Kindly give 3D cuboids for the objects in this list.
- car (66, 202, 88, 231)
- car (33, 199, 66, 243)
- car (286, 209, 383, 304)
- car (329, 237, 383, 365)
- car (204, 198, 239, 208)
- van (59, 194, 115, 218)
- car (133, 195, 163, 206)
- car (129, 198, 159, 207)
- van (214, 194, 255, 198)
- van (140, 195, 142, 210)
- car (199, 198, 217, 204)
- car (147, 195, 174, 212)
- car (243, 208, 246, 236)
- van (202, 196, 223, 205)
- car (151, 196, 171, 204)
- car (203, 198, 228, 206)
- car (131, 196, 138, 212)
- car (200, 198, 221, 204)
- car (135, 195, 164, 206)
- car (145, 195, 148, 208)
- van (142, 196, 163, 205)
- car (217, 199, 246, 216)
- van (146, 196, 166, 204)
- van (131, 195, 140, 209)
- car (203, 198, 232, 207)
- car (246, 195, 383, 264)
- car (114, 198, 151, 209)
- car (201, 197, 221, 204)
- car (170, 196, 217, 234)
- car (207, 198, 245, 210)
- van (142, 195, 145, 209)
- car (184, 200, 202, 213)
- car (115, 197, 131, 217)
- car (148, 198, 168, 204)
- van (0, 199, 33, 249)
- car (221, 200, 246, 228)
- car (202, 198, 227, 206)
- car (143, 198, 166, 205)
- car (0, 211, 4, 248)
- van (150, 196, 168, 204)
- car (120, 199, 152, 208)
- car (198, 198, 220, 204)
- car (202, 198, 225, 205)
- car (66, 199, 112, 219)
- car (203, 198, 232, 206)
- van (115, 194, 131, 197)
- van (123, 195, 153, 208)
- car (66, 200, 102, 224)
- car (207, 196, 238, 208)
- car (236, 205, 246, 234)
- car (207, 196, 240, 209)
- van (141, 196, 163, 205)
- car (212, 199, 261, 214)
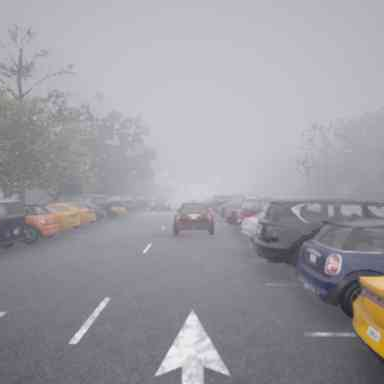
[{"bbox_3d":[-8.537,1.448,17.725,5.008,1.535,2.097,0,0,0],"label":"car"},{"bbox_3d":[-8.511,1.322,15.079,4.553,1.767,2.185,0,0,0],"label":"car"},{"bbox_3d":[4.508,1.325,6.559,4.553,1.767,2.185,0,0,0],"label":"car"},{"bbox_3d":[4.533,1.457,3.783,5.008,1.535,2.097,0,0,0],"label":"car"},{"bbox_3d":[4.717,1.741,53.728,5.366,1.575,1.946,0,-1,0],"label":"car"},{"bbox_3d":[-8.661,1.224,26.161,4.442,1.987,1.878,0,0,0],"label":"van"},{"bbox_3d":[-8.522,1.673,64.925,5.566,2.045,2.435,0,-1,0],"label":"car"},{"bbox_3d":[-8.544,1.833,59.380,5.008,1.535,2.097,0,-1,0],"label":"car"},{"bbox_3d":[4.652,1.229,31.541,4.442,1.987,1.878,0,0,0],"label":"van"},{"bbox_3d":[-8.663,1.290,39.995,4.442,1.987,1.878,0,-1,0],"label":"van"},{"bbox_3d":[4.518,2.535,95.352,4.892,1.521,2.231,0,-1,0],"label":"car"},{"bbox_3d":[-3.598,1.371,38.890,2.097,1.767,4.553,0,-1,0],"label":"car"},{"bbox_3d":[4.509,1.479,12.108,4.792,1.488,2.163,0,0,0],"label":"car"},{"bbox_3d":[4.412,1.836,73.162,4.442,1.987,1.878,0,-1,0],"label":"van"},{"bbox_3d":[-8.583,2.211,92.613,5.566,2.045,2.435,0,-1,0],"label":"car"},{"bbox_3d":[4.559,1.955,64.831,4.792,1.488,2.163,0,-1,0],"label":"car"},{"bbox_3d":[-8.550,1.452,34.471,5.008,1.535,2.097,0,0,0],"label":"car"},{"bbox_3d":[4.712,2.321,86.906,5.366,1.575,1.946,0,-1,0],"label":"car"},{"bbox_3d":[-8.522,1.718,67.694,5.566,2.045,2.435,0,-1,0],"label":"car"},{"bbox_3d":[-8.519,1.353,45.410,5.566,2.045,2.435,0,-1,0],"label":"car"},{"bbox_3d":[-8.668,1.834,73.233,4.442,1.987,1.878,0,-1,0],"label":"van"},{"bbox_3d":[4.566,1.483,25.987,4.792,1.488,2.163,0,0,0],"label":"car"},{"bbox_3d":[-8.444,1.928,78.788,4.442,1.987,1.878,0,-1,0],"label":"van"},{"bbox_3d":[-8.429,1.243,37.092,4.442,1.987,1.878,0,0,0],"label":"van"},{"bbox_3d":[4.524,1.835,59.280,4.892,1.521,2.231,0,-1,0],"label":"car"},{"bbox_3d":[4.567,1.197,9.331,5.566,2.045,2.435,0,0,0],"label":"car"},{"bbox_3d":[-8.542,1.652,48.300,5.008,1.535,2.097,0,-1,0],"label":"car"},{"bbox_3d":[4.496,2.029,78.710,4.553,1.767,2.185,0,-1,0],"label":"car"},{"bbox_3d":[0.096,1.321,18.879,2.097,1.767,4.553,0,0,0],"label":"car"},{"bbox_3d":[4.538,1.607,45.400,5.008,1.535,2.097,0,-1,0],"label":"car"},{"bbox_3d":[-8.663,1.333,42.639,4.442,1.987,1.878,0,-1,0],"label":"van"},{"bbox_3d":[0.094,1.563,37.600,1.994,1.385,4.181,0,-1,0],"label":"car"},{"bbox_3d":[-8.360,1.448,28.932,5.366,1.575,1.946,0,0,0],"label":"car"},{"bbox_3d":[-8.582,2.289,84.174,4.792,1.488,2.163,0,-1,0],"label":"car"},{"bbox_3d":[-8.659,1.221,12.309,4.442,1.987,1.878,0,0,0],"label":"van"},{"bbox_3d":[4.531,1.451,20.436,5.008,1.535,2.097,0,0,0],"label":"car"},{"bbox_3d":[4.558,2.000,67.607,4.792,1.488,2.163,0,-1,0],"label":"car"},{"bbox_3d":[-8.557,2.105,75.999,5.008,1.535,2.097,0,-1,0],"label":"car"},{"bbox_3d":[-8.535,1.447,9.539,4.892,1.521,2.231,0,0,0],"label":"car"},{"bbox_3d":[-8.670,2.097,86.950,4.442,1.987,1.878,0,-1,0],"label":"van"},{"bbox_3d":[-8.546,1.737,51.070,4.674,1.452,2.002,0,-1,0],"label":"car"},{"bbox_3d":[4.341,2.261,84.254,5.366,1.575,1.946,0,-1,0],"label":"car"},{"bbox_3d":[4.558,2.045,70.382,4.792,1.488,2.163,0,-1,0],"label":"car"},{"bbox_3d":[-8.538,1.451,23.391,4.892,1.521,2.231,0,0,0],"label":"car"},{"bbox_3d":[4.716,1.877,62.055,5.366,1.575,1.946,0,-1,0],"label":"car"},{"bbox_3d":[-8.428,1.226,31.700,4.442,1.987,1.878,0,0,0],"label":"van"},{"bbox_3d":[-8.665,1.515,53.719,4.442,1.987,1.878,0,-1,0],"label":"van"},{"bbox_3d":[-8.538,1.449,20.620,5.008,1.535,2.097,0,0,0],"label":"car"},{"bbox_3d":[4.563,1.573,50.954,4.553,1.767,2.185,0,-1,0],"label":"car"},{"bbox_3d":[4.535,1.490,14.883,4.674,1.452,2.002,0,0,0],"label":"car"},{"bbox_3d":[4.564,1.527,48.178,4.553,1.767,2.185,0,-1,0],"label":"car"},{"bbox_3d":[-8.434,1.789,70.463,4.442,1.987,1.878,0,-1,0],"label":"van"},{"bbox_3d":[4.505,1.485,34.323,4.792,1.488,2.163,0,0,0],"label":"car"}]
